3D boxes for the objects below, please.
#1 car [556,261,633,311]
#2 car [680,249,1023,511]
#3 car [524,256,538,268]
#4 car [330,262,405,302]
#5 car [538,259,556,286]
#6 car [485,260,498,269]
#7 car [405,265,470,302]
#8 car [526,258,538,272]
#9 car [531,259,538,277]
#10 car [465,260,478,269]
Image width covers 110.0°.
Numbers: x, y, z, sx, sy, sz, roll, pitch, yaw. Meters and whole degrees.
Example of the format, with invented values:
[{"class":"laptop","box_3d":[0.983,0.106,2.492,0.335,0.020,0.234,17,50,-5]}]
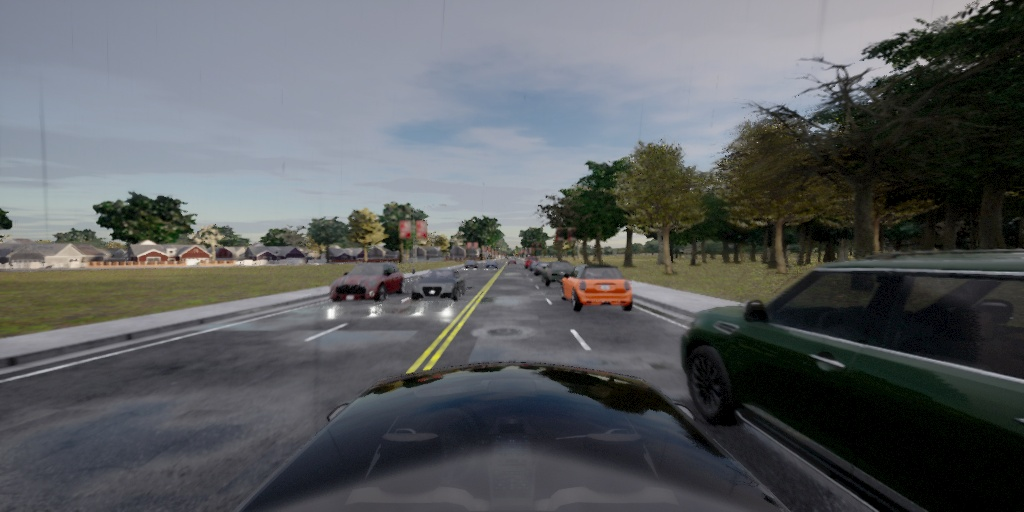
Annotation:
[{"class":"car","box_3d":[3.254,1.110,14.632,2.097,1.767,4.553,0,0,0]},{"class":"car","box_3d":[3.350,0.974,2.531,2.150,2.045,5.566,0,0,0]},{"class":"car","box_3d":[3.270,1.030,58.699,2.150,2.045,5.566,0,0,0]},{"class":"car","box_3d":[-6.593,1.111,16.855,2.097,1.767,4.553,0,0,0]},{"class":"car","box_3d":[3.258,1.120,25.633,2.097,1.767,4.553,0,0,0]},{"class":"car","box_3d":[-3.274,1.356,58.121,2.033,1.411,5.357,0,0,1]},{"class":"car","box_3d":[-3.343,1.323,16.995,1.994,1.385,4.181,0,0,0]},{"class":"car","box_3d":[3.266,1.340,47.666,2.033,1.411,5.357,0,0,0]},{"class":"car","box_3d":[3.262,1.305,36.665,1.812,1.442,4.674,0,0,0]},{"class":"car","box_3d":[-6.524,1.356,58.121,2.033,1.411,5.357,0,0,1]}]
